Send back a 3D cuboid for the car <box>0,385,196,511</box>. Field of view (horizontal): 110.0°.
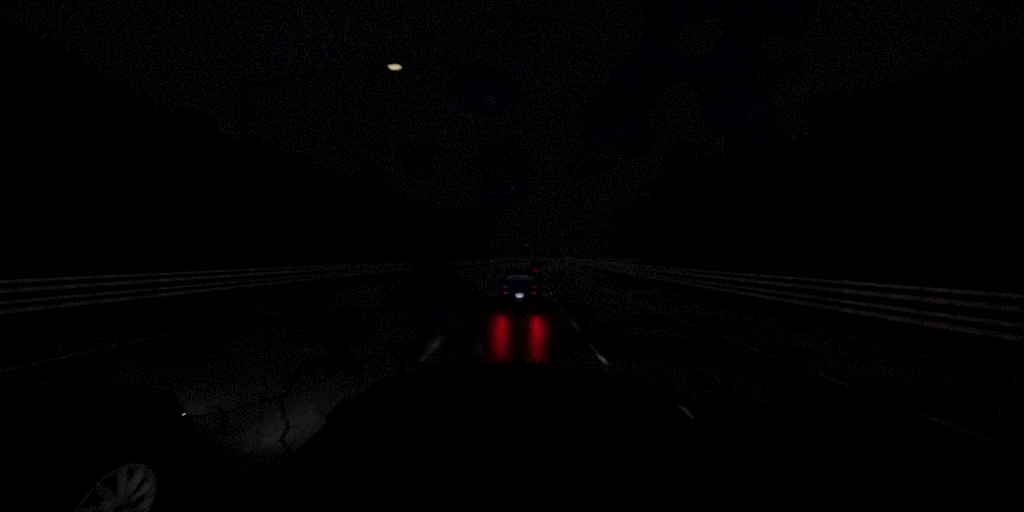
[{"bbox_3d":[-3.447,1.241,0.836,1.837,1.490,4.892,0,0,0],"label":"car"}]

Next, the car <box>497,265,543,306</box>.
[{"bbox_3d":[0.357,1.296,15.690,1.812,1.442,4.674,0,0,2],"label":"car"}]

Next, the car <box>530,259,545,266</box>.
[{"bbox_3d":[4.085,1.364,59.276,1.837,1.490,4.892,0,0,7],"label":"car"}]
